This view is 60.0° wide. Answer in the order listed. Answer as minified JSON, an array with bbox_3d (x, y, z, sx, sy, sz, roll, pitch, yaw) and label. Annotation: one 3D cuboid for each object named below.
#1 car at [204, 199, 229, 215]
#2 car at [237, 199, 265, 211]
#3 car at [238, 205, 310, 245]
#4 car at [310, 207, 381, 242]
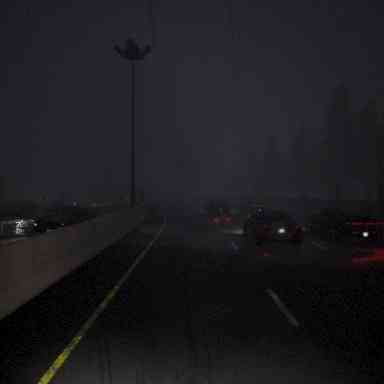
[{"bbox_3d":[2.368,1.412,33.099,2.128,1.511,4.902,0,0,-8],"label":"car"},{"bbox_3d":[5.887,1.425,33.158,1.837,1.490,4.892,0,0,-8],"label":"car"},{"bbox_3d":[3.581,1.527,15.340,1.994,1.385,4.181,0,0,0],"label":"car"},{"bbox_3d":[7.075,1.466,16.025,1.837,1.490,4.892,0,0,-1],"label":"car"}]
